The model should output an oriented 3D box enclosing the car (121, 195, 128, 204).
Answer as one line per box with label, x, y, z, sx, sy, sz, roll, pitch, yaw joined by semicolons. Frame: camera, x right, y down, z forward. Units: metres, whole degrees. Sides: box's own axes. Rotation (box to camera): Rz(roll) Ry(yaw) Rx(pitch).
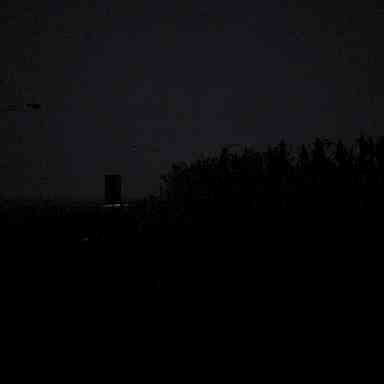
car;-11.229;1.160;52.393;2.033;1.411;5.357;-1;1;-4
